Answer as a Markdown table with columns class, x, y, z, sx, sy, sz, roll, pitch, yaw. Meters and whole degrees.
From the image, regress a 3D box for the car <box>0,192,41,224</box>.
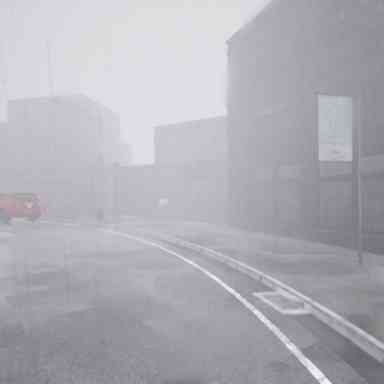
| class | x | y | z | sx | sy | sz | roll | pitch | yaw |
| --- | --- | --- | --- | --- | --- | --- | --- | --- | --- |
| car | -12.626 | 0.998 | 22.592 | 5.566 | 2.045 | 2.150 | 0 | -1 | 32 |
